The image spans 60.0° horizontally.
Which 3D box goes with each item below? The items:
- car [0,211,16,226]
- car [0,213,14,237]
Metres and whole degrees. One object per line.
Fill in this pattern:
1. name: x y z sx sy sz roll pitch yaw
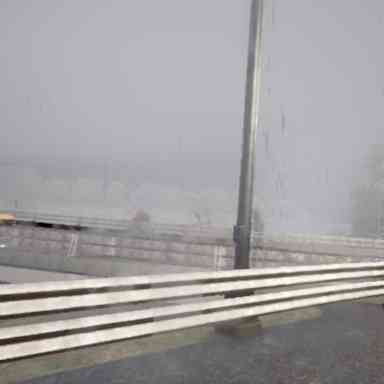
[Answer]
1. car: -16.943 2.081 27.666 5.008 1.535 1.882 3 -4 21
2. car: -12.767 1.903 18.730 4.181 1.385 1.994 3 -3 15
